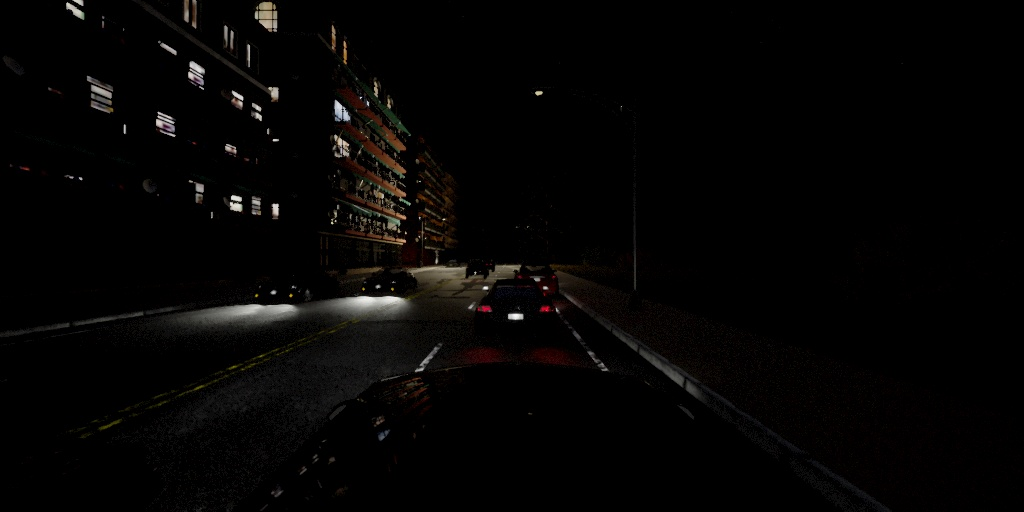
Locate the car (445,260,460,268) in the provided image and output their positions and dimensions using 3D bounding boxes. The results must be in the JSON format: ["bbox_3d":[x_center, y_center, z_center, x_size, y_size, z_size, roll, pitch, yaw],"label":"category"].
[{"bbox_3d":[-9.790,1.314,59.439,1.994,1.385,4.181,0,0,0],"label":"car"}]

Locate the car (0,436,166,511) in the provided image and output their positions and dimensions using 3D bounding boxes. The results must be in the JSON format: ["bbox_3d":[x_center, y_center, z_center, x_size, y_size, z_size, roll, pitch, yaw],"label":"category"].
[{"bbox_3d":[-3.155,1.350,0.106,1.895,1.301,4.718,0,0,0],"label":"car"}]

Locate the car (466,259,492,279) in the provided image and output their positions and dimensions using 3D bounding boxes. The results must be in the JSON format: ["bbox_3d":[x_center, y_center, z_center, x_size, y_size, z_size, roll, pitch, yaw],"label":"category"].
[{"bbox_3d":[-3.129,1.251,33.039,1.837,1.490,4.892,0,-2,0],"label":"car"}]

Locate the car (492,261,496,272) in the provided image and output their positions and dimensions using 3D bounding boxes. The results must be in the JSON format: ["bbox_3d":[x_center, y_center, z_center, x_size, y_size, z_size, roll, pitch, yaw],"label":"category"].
[{"bbox_3d":[-3.119,1.243,45.694,2.128,1.511,4.902,0,0,0],"label":"car"}]

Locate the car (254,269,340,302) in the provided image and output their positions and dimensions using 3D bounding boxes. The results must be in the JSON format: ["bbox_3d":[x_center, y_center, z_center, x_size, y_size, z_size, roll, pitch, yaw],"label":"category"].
[{"bbox_3d":[-9.841,1.316,16.783,1.994,1.385,4.181,0,0,0],"label":"car"}]

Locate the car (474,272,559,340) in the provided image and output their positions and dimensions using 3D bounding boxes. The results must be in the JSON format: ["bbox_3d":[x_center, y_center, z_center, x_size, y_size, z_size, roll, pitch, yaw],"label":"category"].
[{"bbox_3d":[0.100,1.315,9.976,1.994,1.385,4.181,0,0,0],"label":"car"}]

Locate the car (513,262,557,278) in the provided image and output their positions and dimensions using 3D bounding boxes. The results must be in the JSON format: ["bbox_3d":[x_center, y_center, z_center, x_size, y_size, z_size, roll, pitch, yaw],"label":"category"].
[{"bbox_3d":[1.148,1.103,18.556,2.097,1.767,4.553,0,0,0],"label":"car"}]

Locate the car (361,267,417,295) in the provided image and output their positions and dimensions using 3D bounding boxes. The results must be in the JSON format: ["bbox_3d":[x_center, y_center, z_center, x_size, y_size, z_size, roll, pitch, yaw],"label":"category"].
[{"bbox_3d":[-6.589,1.316,19.614,1.994,1.385,4.181,0,0,0],"label":"car"}]
